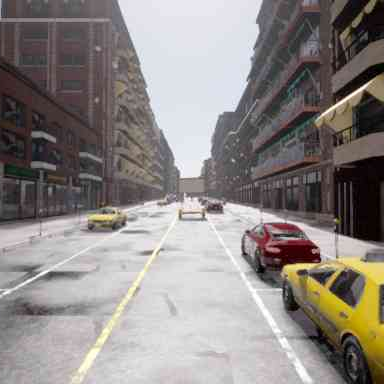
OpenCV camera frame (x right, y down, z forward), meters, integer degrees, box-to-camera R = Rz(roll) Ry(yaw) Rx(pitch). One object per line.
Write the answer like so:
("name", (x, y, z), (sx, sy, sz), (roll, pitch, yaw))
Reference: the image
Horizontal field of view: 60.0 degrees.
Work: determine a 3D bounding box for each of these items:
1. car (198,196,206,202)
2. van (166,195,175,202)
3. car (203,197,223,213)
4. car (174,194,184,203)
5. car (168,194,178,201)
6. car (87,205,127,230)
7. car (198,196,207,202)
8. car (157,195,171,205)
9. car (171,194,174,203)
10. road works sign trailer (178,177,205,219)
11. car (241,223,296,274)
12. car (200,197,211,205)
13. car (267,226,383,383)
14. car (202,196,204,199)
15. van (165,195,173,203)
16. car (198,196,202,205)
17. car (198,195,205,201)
("car", (2.583, 1.783, 87.645), (1.887, 1.381, 4.507), (1, 0, 0))
("van", (-5.292, 1.552, 82.177), (1.690, 1.788, 3.998), (1, 0, 0))
("car", (2.584, 1.598, 37.869), (1.887, 1.381, 4.507), (1, 0, 0))
("car", (-2.751, 1.640, 75.993), (1.837, 1.490, 4.892), (0, 0, 0))
("car", (-5.292, 1.582, 93.238), (2.192, 1.841, 5.009), (1, 0, 0))
("car", (-5.294, 1.545, 21.177), (1.752, 1.417, 4.829), (2, 0, 0))
("car", (2.583, 1.755, 82.115), (1.887, 1.381, 4.507), (1, 0, 0))
("car", (-5.296, 1.646, 59.884), (1.752, 1.417, 4.829), (2, 0, 0))
("car", (-5.290, 1.456, 65.587), (2.192, 1.841, 5.009), (2, 0, 0))
("road works sign trailer", (-0.022, 0.485, 29.538), (2.380, 3.560, 2.880), (-1, 0, 0))
("car", (2.584, 1.589, 10.219), (1.802, 1.307, 4.206), (1, 0, 0))
("car", (2.583, 1.692, 65.523), (2.008, 1.369, 4.403), (1, 0, 0))
("car", (2.586, 1.528, 4.860), (1.752, 1.417, 4.829), (2, 0, 0))
("car", (2.585, 1.593, 43.571), (1.752, 1.417, 4.829), (1, 0, 0))
("van", (-5.291, 1.526, 76.645), (1.690, 1.788, 3.998), (2, 0, 0))
("car", (2.584, 1.666, 59.991), (1.887, 1.381, 4.507), (1, 0, 0))
("car", (2.593, 1.707, 93.177), (1.967, 1.590, 4.097), (1, 0, 0))
